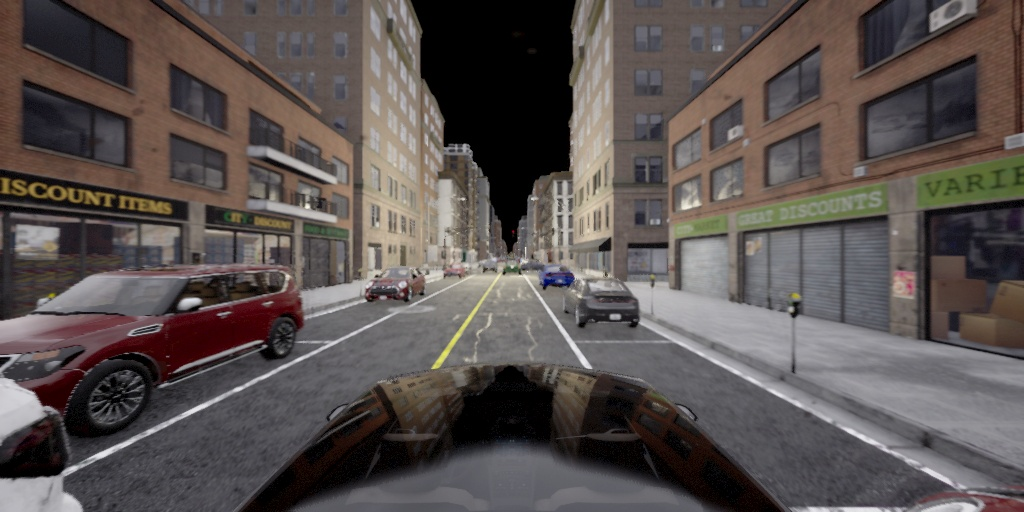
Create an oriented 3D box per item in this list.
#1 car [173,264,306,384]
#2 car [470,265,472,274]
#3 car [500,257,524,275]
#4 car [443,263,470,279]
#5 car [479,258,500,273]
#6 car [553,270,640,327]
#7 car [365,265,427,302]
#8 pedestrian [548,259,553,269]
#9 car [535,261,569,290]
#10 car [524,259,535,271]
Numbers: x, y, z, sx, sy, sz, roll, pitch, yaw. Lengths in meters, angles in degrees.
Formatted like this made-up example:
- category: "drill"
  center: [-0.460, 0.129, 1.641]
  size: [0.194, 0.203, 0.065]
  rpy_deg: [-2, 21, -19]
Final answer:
- category: "car"
  center: [-5.387, 1.075, 5.650]
  size: [2.192, 1.841, 5.009]
  rpy_deg: [0, 0, 0]
- category: "car"
  center: [-5.392, 1.402, 39.740]
  size: [2.007, 1.370, 4.403]
  rpy_deg: [0, 0, 0]
- category: "car"
  center: [0.037, 1.205, 40.586]
  size: [2.097, 1.767, 4.553]
  rpy_deg: [0, 0, 1]
- category: "car"
  center: [-5.391, 1.419, 34.059]
  size: [1.802, 1.307, 4.207]
  rpy_deg: [0, 0, 0]
- category: "car"
  center: [-2.756, 1.388, 45.592]
  size: [1.837, 1.490, 4.892]
  rpy_deg: [0, 0, 0]
- category: "car"
  center: [2.637, 1.327, 11.336]
  size: [2.007, 1.370, 4.403]
  rpy_deg: [0, 0, 0]
- category: "car"
  center: [-5.389, 1.231, 17.013]
  size: [1.967, 1.591, 4.097]
  rpy_deg: [0, 0, 0]
- category: "pedestrian"
  center: [2.747, 1.110, 26.059]
  size: [0.375, 1.860, 0.375]
  rpy_deg: [0, 0, -10]
- category: "car"
  center: [2.748, 1.286, 23.054]
  size: [1.882, 1.535, 5.008]
  rpy_deg: [0, 0, 0]
- category: "car"
  center: [3.271, 1.445, 50.729]
  size: [5.357, 1.411, 2.033]
  rpy_deg: [1, 0, -28]
